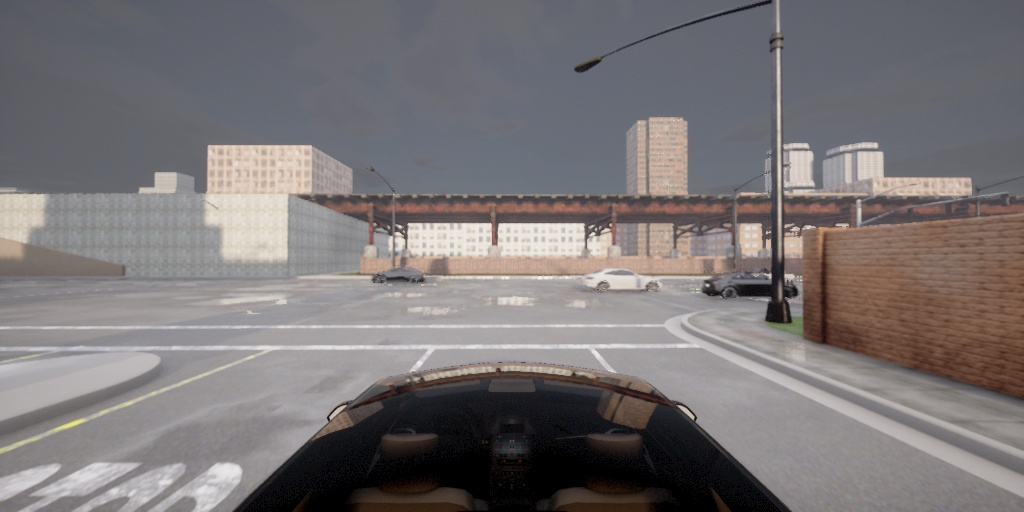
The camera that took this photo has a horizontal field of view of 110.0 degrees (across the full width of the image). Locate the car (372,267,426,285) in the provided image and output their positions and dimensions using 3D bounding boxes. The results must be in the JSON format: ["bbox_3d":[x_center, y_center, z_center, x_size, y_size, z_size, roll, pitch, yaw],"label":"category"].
[{"bbox_3d":[-9.087,1.572,29.060,4.181,1.385,1.994,0,-1,1],"label":"car"}]

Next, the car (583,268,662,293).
[{"bbox_3d":[6.701,1.466,21.919,4.674,1.442,1.812,0,-1,1],"label":"car"}]

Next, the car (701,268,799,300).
[{"bbox_3d":[12.006,1.469,18.295,4.181,1.385,1.994,0,0,2],"label":"car"}]

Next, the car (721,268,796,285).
[{"bbox_3d":[19.718,1.606,28.790,4.718,1.301,1.895,0,-1,1],"label":"car"}]
